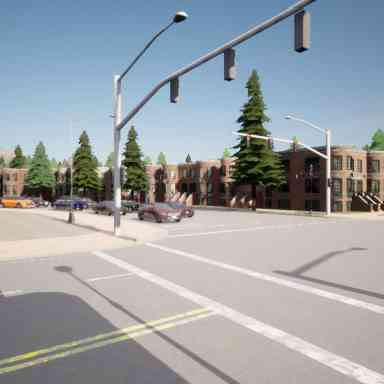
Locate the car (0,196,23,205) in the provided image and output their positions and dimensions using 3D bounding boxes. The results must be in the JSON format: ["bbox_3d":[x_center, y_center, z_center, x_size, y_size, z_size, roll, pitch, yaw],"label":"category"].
[{"bbox_3d":[-32.892,1.492,58.985,4.902,1.511,2.128,0,0,9],"label":"car"}]

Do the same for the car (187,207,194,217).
[{"bbox_3d":[-1.613,1.564,30.066,1.994,1.385,4.181,0,0,-37],"label":"car"}]

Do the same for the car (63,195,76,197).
[{"bbox_3d":[-14.334,1.492,43.818,4.902,1.511,2.128,0,0,36],"label":"car"}]

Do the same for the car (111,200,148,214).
[{"bbox_3d":[-6.977,1.601,36.992,1.895,1.301,4.718,0,0,-41],"label":"car"}]

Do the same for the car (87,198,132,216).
[{"bbox_3d":[-8.279,1.547,33.224,2.033,1.411,5.357,0,0,-38],"label":"car"}]

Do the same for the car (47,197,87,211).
[{"bbox_3d":[-14.971,1.601,39.995,4.718,1.301,1.895,0,0,38],"label":"car"}]

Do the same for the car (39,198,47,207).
[{"bbox_3d":[-23.286,1.492,49.070,4.902,1.511,2.128,0,0,23],"label":"car"}]

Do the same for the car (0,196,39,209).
[{"bbox_3d":[-23.695,1.352,45.390,4.553,1.767,2.097,0,0,25],"label":"car"}]

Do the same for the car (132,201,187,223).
[{"bbox_3d":[-2.598,1.526,25.546,1.812,1.442,4.674,0,0,-35],"label":"car"}]
